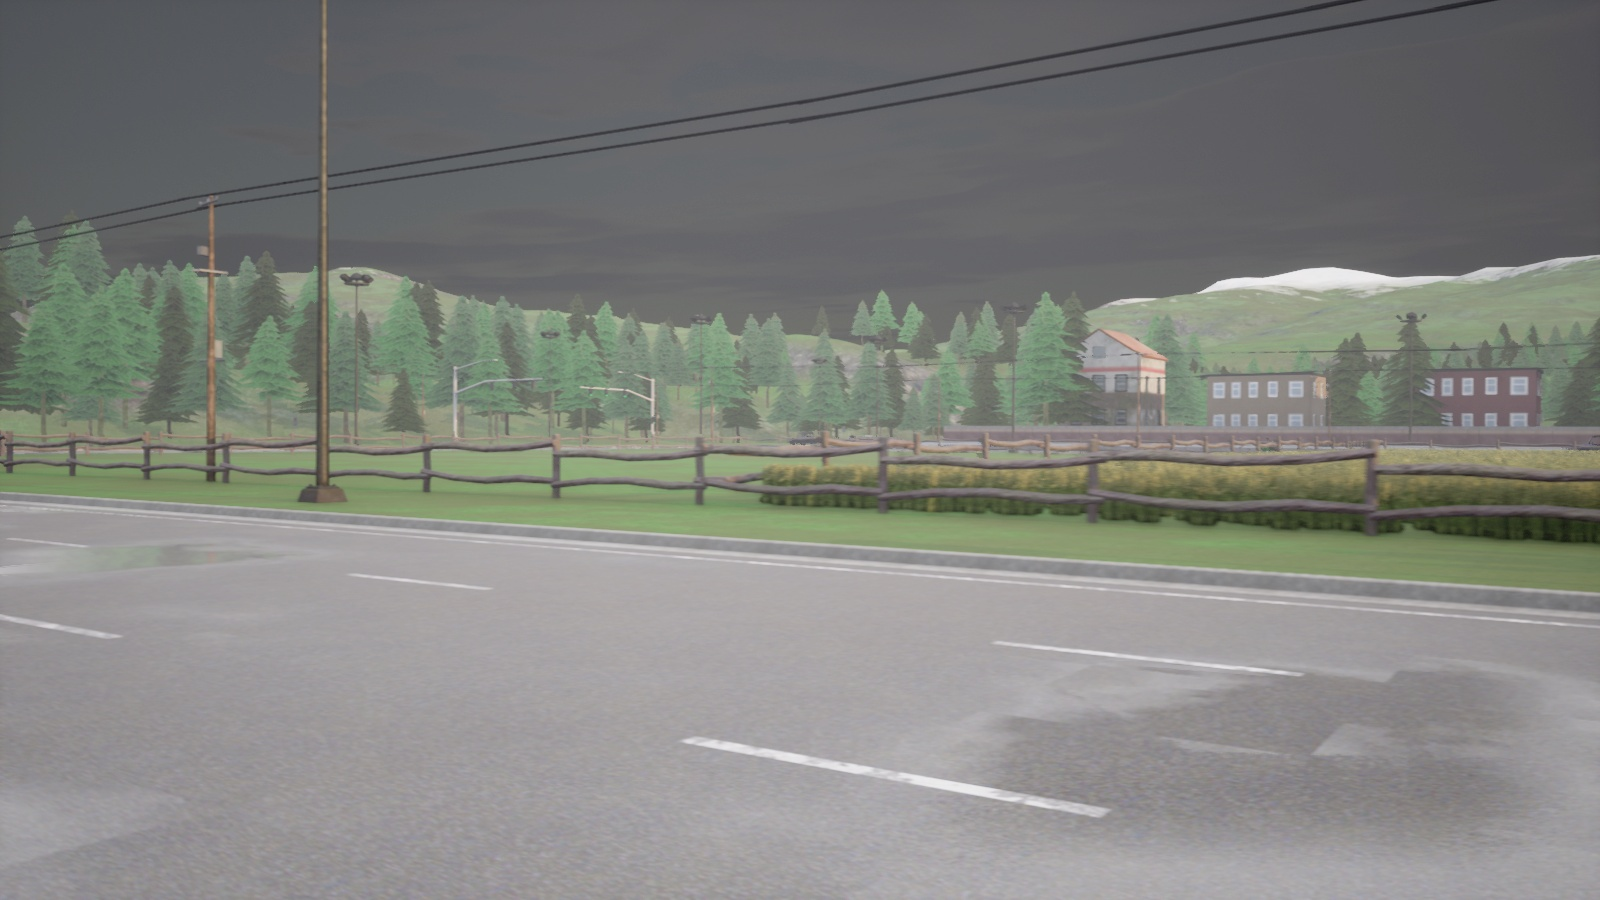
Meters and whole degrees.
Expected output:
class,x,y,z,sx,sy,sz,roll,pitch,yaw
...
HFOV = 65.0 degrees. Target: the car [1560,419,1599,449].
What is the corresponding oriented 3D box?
class,x,y,z,sx,sy,sz,roll,pitch,yaw
car,51.459,-1.042,81.228,3.866,1.878,1.905,0,1,34
